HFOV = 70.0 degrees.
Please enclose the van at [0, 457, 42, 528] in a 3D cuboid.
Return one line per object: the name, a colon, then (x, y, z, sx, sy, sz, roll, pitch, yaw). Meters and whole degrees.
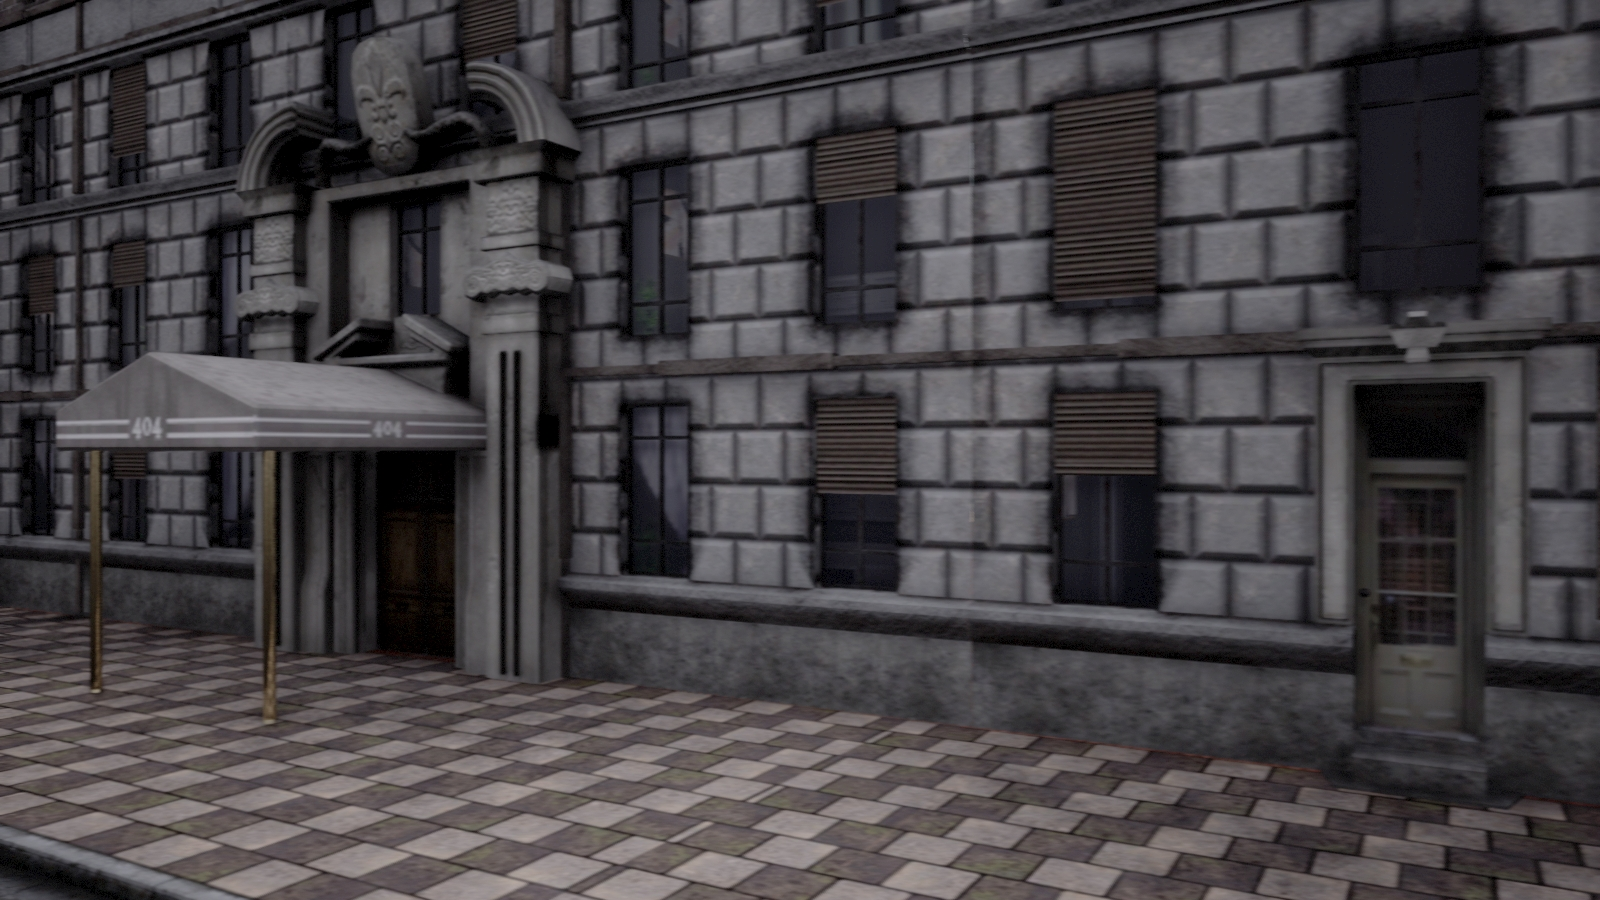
van: (-30.510, 1.529, 40.403, 1.988, 2.561, 5.915, 0, 0, 29)
